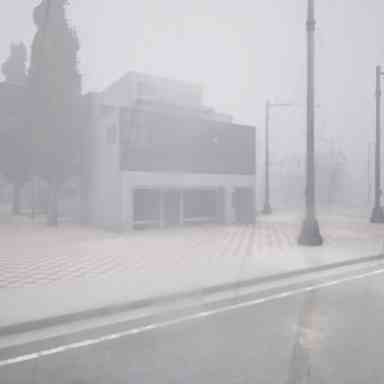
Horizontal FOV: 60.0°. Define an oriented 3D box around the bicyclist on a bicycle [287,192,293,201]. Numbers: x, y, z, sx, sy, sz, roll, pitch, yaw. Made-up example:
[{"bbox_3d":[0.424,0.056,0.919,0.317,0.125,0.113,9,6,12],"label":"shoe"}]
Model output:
[{"bbox_3d":[18.412,0.858,62.344,1.656,1.620,0.582,0,2,-33],"label":"bicyclist on a bicycle"}]
